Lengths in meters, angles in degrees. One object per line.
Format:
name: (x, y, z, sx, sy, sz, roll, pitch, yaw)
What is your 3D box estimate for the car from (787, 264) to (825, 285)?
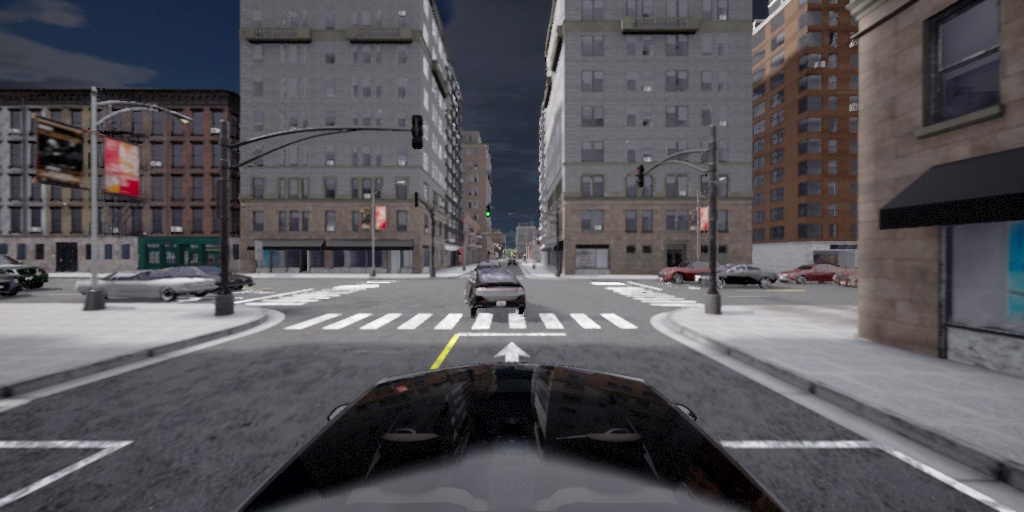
car: (22.004, 1.310, 26.212, 4.674, 1.442, 1.812, 0, 0, 0)

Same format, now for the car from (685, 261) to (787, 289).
car: (14.207, 1.257, 22.931, 4.902, 1.511, 2.128, 0, 0, -2)

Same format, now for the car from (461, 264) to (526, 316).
car: (-0.766, 1.224, 13.270, 2.128, 1.511, 4.902, 0, 0, -10)

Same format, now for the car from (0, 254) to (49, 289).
car: (-28.672, 0.850, 19.251, 5.566, 2.045, 2.150, 0, 0, 0)

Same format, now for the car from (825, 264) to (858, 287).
car: (23.418, 1.151, 22.965, 4.553, 1.767, 2.097, 0, 0, 0)

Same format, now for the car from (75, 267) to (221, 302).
car: (-16.146, 1.280, 16.061, 4.718, 1.301, 1.895, 0, 0, 0)

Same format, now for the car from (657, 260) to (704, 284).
car: (13.102, 1.105, 26.170, 4.553, 1.767, 2.097, 0, 0, 0)

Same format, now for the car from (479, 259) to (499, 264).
car: (-2.854, 1.259, 39.076, 2.033, 1.411, 5.357, 0, 0, 1)

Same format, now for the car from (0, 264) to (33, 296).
car: (-24.950, 1.212, 16.006, 4.181, 1.385, 1.994, 0, 0, -1)

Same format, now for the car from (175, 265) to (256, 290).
car: (-17.013, 1.215, 19.311, 5.357, 1.411, 2.033, 0, 0, 0)

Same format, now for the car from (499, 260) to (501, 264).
car: (-2.761, 1.215, 48.961, 1.837, 1.490, 4.892, 0, 0, 0)
